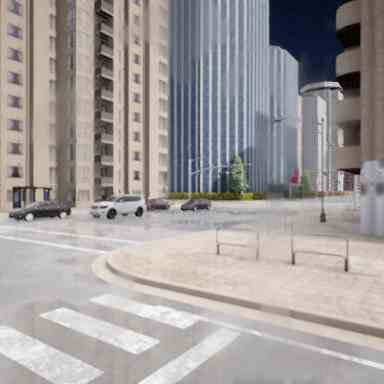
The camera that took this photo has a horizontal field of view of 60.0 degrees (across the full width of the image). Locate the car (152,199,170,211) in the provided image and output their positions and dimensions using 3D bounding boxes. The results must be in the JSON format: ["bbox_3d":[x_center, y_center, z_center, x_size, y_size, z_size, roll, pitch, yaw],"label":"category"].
[{"bbox_3d":[-4.448,1.548,38.477,1.812,1.442,4.674,0,0,35],"label":"car"}]

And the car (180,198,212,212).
[{"bbox_3d":[0.524,1.526,39.490,1.837,1.490,4.892,0,2,35],"label":"car"}]

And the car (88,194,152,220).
[{"bbox_3d":[-6.446,1.249,29.489,2.150,2.045,5.566,0,0,35],"label":"car"}]

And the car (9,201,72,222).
[{"bbox_3d":[-12.303,1.527,27.232,1.837,1.490,4.892,0,0,36],"label":"car"}]
